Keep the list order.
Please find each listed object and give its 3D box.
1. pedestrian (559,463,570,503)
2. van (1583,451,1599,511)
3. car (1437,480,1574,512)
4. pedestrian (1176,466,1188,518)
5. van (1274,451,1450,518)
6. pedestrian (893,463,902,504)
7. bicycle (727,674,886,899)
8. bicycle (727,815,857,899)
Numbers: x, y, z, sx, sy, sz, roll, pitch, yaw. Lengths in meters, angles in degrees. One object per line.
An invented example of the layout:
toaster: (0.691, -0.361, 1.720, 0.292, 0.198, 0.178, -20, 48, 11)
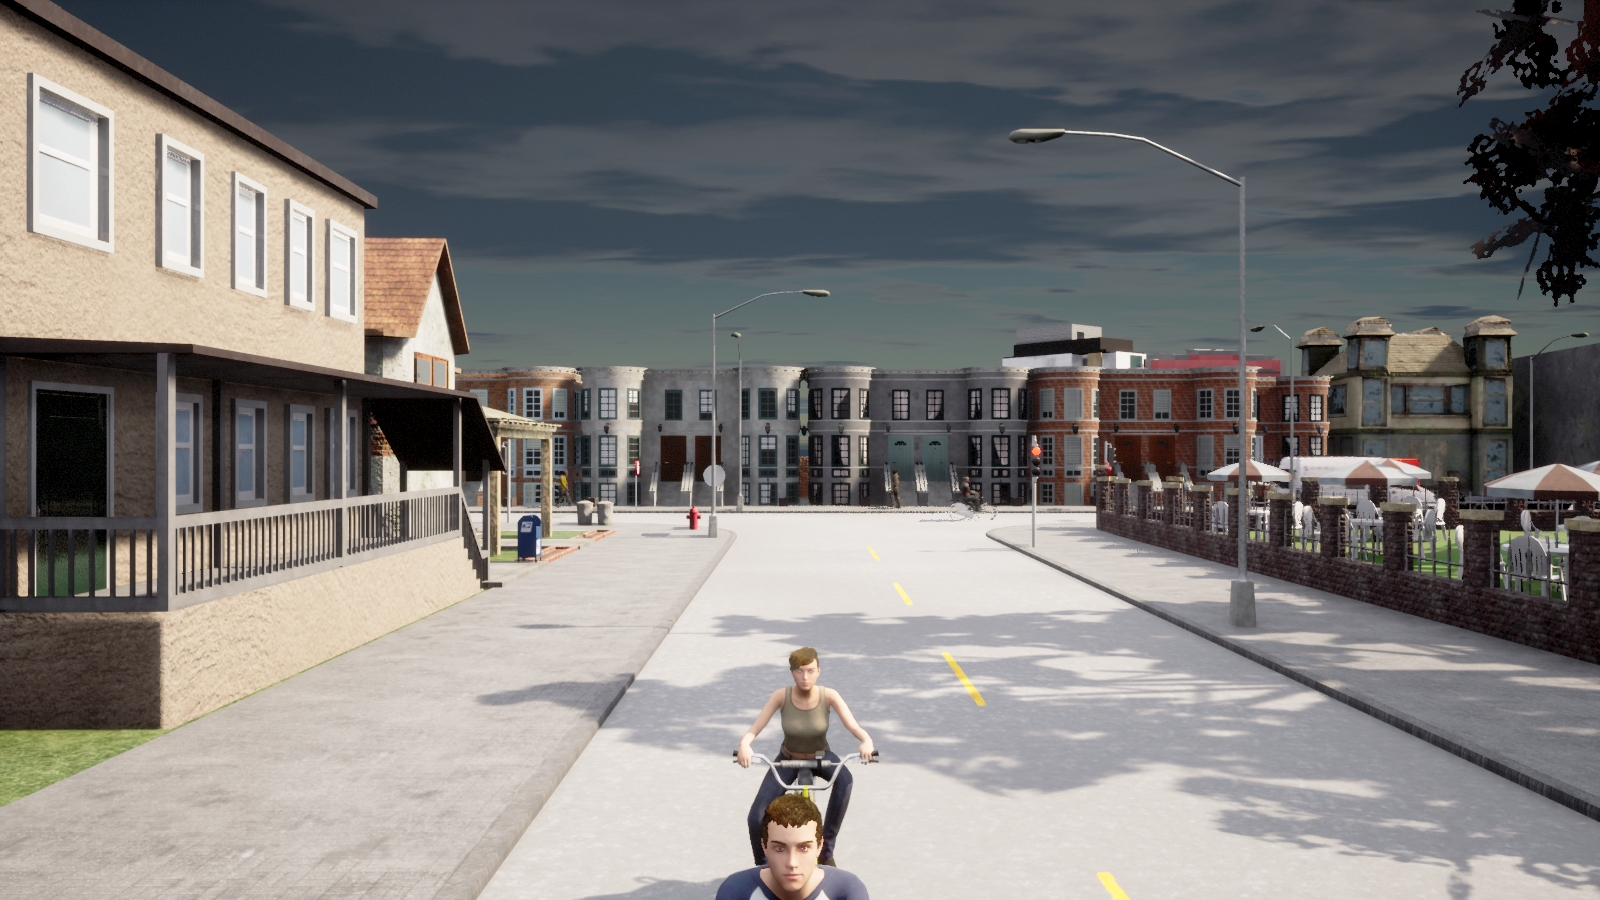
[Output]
pedestrian: (-10.979, 1.546, 53.240, 0.375, 1.860, 0.375, 0, 0, 8)
van: (37.194, 1.334, 48.909, 5.915, 2.561, 1.988, 0, 0, 1)
car: (30.125, 1.955, 48.889, 4.718, 1.301, 1.895, 0, 0, 0)
pedestrian: (13.966, 1.533, 41.774, 0.375, 1.860, 0.375, 0, 0, 17)
van: (21.997, 1.333, 44.878, 5.915, 2.561, 1.988, 0, 0, 0)
pedestrian: (4.473, 1.548, 52.467, 0.375, 1.860, 0.375, 0, 0, 12)
bicycle: (0.033, 2.040, 6.906, 0.859, 1.080, 1.487, 0, 0, 0)
bicycle: (-0.022, 1.938, 3.212, 0.373, 1.296, 1.643, 0, 0, 0)
